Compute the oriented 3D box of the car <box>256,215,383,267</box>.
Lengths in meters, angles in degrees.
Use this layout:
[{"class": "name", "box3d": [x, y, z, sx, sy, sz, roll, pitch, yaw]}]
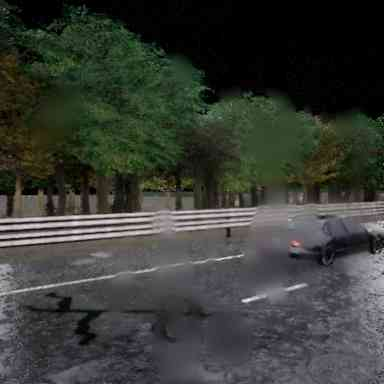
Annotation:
[{"class": "car", "box3d": [4.580, 1.501, 11.308, 5.357, 1.411, 2.033, 0, 0, -35]}]
